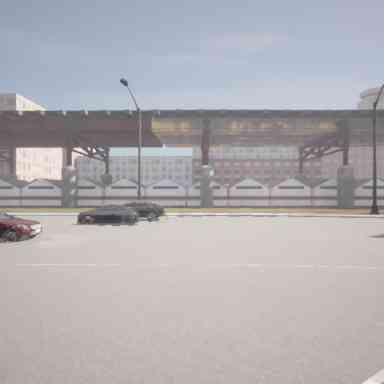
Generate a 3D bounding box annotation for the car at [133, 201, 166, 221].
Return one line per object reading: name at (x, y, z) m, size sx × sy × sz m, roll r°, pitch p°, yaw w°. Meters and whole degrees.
car at (-4.559, 1.504, 26.622) m, size 4.892 × 1.490 × 1.837 m, roll 0°, pitch -2°, yaw -2°

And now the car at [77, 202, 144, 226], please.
car at (-5.686, 1.562, 22.944) m, size 4.181 × 1.385 × 1.994 m, roll 0°, pitch 0°, yaw -1°

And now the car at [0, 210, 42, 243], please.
car at (-9.455, 1.525, 15.467) m, size 4.674 × 1.442 × 1.812 m, roll 0°, pitch 0°, yaw 1°
